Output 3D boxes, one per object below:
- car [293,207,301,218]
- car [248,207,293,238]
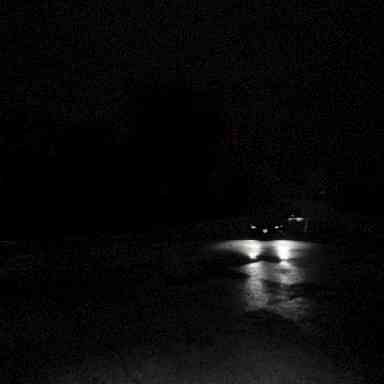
[{"bbox_3d":[12.871,2.571,42.288,2.033,1.411,5.357,-2,-4,20],"label":"car"},{"bbox_3d":[4.383,1.668,18.575,1.837,1.490,4.892,-2,-1,20],"label":"car"}]
